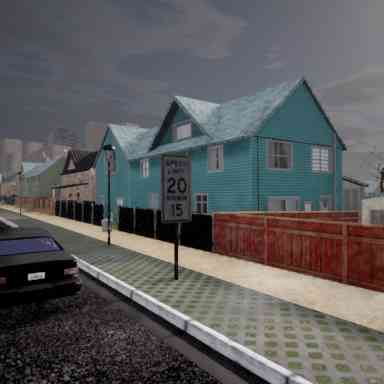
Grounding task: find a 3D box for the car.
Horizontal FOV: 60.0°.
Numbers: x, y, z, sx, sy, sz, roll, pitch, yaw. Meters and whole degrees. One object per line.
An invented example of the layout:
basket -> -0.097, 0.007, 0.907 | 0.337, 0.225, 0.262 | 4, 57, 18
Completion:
car -> -4.239, 1.551, 7.983 | 2.033, 1.411, 5.357 | 0, 0, -36
